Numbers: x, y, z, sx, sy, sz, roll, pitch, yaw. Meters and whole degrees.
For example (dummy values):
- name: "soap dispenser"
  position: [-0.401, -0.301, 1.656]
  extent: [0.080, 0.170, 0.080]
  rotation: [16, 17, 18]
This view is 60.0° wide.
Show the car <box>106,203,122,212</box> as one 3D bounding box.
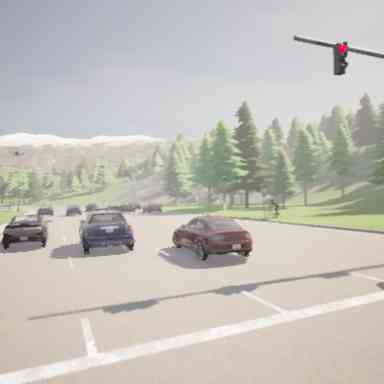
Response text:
- name: "car"
  position: [-13.384, 2.584, 56.911]
  extent: [1.895, 1.301, 4.718]
  rotation: [-1, -1, -22]

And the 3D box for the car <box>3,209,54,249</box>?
- name: "car"
  position: [-8.365, 1.910, 17.087]
  extent: [2.128, 1.511, 4.902]
  rotation: [-1, -1, -21]

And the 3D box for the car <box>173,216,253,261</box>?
- name: "car"
  position: [0.665, 1.646, 12.914]
  extent: [1.812, 1.442, 4.674]
  rotation: [-1, -1, -20]

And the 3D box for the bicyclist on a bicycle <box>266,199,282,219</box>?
- name: "bicyclist on a bicycle"
  position: [6.811, 1.407, 27.631]
  extent: [1.656, 1.620, 0.582]
  rotation: [-2, -1, -22]

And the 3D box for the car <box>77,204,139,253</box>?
- name: "car"
  position: [-4.057, 1.631, 15.424]
  extent: [2.097, 1.767, 4.553]
  rotation: [-1, -1, -20]

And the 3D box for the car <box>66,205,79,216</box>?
- name: "car"
  position: [-16.193, 2.467, 45.587]
  extent: [1.812, 1.442, 4.674]
  rotation: [-1, 0, -22]

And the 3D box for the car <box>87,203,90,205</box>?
- name: "car"
  position: [-16.698, 2.542, 55.770]
  extent: [1.882, 1.535, 5.008]
  rotation: [-1, -1, -22]

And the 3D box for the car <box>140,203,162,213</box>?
- name: "car"
  position: [-5.797, 2.238, 47.907]
  extent: [1.994, 1.385, 4.181]
  rotation: [-1, -1, -22]

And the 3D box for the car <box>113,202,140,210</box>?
- name: "car"
  position: [-9.347, 2.259, 47.335]
  extent: [2.128, 1.511, 4.902]
  rotation: [-1, -1, -22]

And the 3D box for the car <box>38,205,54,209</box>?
- name: "car"
  position: [-19.255, 2.501, 43.835]
  extent: [2.128, 1.511, 4.902]
  rotation: [-1, -1, -22]

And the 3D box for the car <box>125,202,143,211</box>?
- name: "car"
  position: [-10.306, 2.463, 58.628]
  extent: [2.033, 1.411, 5.357]
  rotation: [-1, -1, -22]
